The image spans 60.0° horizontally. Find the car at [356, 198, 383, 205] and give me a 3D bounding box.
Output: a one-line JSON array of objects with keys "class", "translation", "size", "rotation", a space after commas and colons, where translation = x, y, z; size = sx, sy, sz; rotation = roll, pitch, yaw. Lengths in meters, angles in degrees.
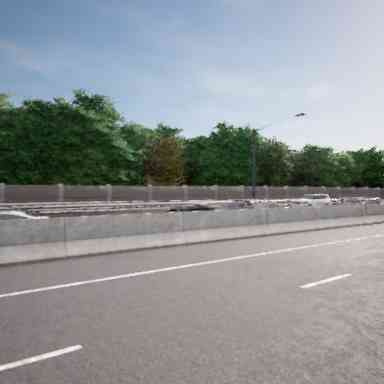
[{"class": "car", "translation": [19.880, 1.615, 35.350], "size": [4.718, 1.301, 1.895], "rotation": [0, 0, -35]}]

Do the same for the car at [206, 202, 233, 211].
[{"class": "car", "translation": [3.930, 1.526, 28.282], "size": [4.892, 1.490, 1.837], "rotation": [0, 0, -35]}]

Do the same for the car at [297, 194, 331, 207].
[{"class": "car", "translation": [14.502, 1.246, 40.108], "size": [5.566, 2.045, 2.150], "rotation": [0, 0, -35]}]

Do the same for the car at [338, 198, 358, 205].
[{"class": "car", "translation": [18.897, 1.524, 38.939], "size": [4.892, 1.490, 1.837], "rotation": [1, 0, -35]}]

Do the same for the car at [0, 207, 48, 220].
[{"class": "car", "translation": [-8.842, 1.573, 14.882], "size": [4.674, 1.442, 1.812], "rotation": [0, 0, -35]}]

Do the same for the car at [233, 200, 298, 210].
[{"class": "car", "translation": [5.640, 1.542, 25.205], "size": [4.674, 1.442, 1.812], "rotation": [0, 0, -35]}]

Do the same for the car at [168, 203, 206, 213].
[{"class": "car", "translation": [0.192, 1.625, 29.919], "size": [4.718, 1.301, 1.895], "rotation": [0, 0, -35]}]
